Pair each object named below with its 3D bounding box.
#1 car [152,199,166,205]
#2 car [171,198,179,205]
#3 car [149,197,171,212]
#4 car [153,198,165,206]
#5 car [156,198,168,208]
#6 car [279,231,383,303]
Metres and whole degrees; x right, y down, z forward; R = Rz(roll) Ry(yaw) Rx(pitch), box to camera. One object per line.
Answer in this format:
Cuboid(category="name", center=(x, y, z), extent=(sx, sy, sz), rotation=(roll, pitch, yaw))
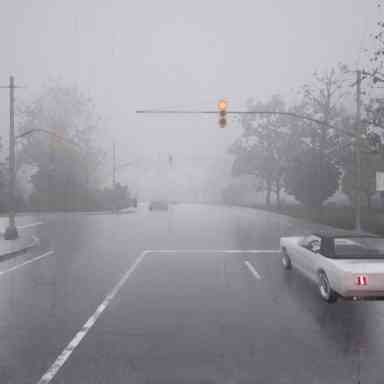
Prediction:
Cuboid(category="car", center=(-8.238, 2.461, 83.113), extent=(1.895, 1.301, 4.718), rotation=(0, -1, -25))
Cuboid(category="car", center=(-4.979, 2.248, 73.788), extent=(1.895, 1.301, 4.718), rotation=(0, -1, -19))
Cuboid(category="car", center=(-3.899, 1.391, 39.397), extent=(2.097, 1.767, 4.553), rotation=(0, 0, -2))
Cuboid(category="car", center=(-6.257, 1.911, 63.339), extent=(1.882, 1.535, 5.008), rotation=(0, -1, -10))
Cuboid(category="car", center=(-4.721, 1.704, 52.156), extent=(1.837, 1.490, 4.892), rotation=(0, -1, -6))
Cuboid(category="car", center=(3.598, 1.601, 8.170), extent=(1.895, 1.301, 4.718), rotation=(0, 0, 0))
